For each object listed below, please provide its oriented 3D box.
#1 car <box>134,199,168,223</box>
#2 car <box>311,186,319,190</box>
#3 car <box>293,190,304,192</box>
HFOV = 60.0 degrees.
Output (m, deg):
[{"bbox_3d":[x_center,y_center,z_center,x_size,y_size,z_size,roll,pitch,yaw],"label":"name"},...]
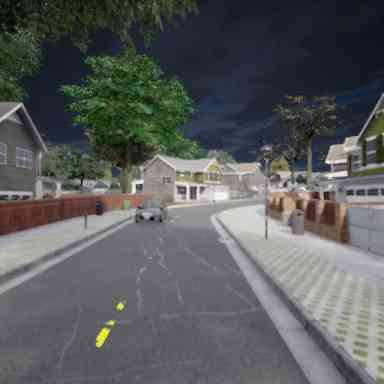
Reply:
[{"bbox_3d":[-2.770,1.294,23.368,2.128,1.511,4.902,0,1,1],"label":"car"},{"bbox_3d":[26.084,-0.275,72.381,2.150,2.045,5.566,-1,1,32],"label":"car"},{"bbox_3d":[20.596,0.286,63.745,1.882,1.535,5.008,-1,1,32],"label":"car"}]
